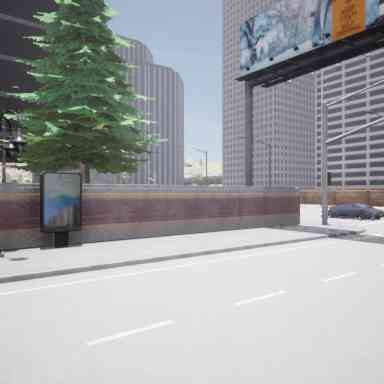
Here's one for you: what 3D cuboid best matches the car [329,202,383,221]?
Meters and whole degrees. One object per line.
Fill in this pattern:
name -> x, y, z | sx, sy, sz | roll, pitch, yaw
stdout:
car -> 13.541, 1.564, 27.482 | 1.994, 1.385, 4.181 | 0, 0, -35
